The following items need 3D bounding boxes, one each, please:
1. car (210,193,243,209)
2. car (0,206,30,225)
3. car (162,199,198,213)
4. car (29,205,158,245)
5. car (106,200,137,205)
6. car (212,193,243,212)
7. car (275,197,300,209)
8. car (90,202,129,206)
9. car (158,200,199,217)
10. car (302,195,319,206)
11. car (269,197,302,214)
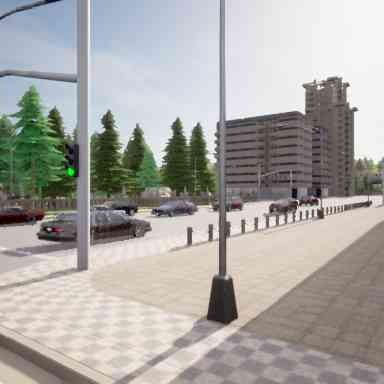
[{"bbox_3d":[4.946,1.221,46.600,2.150,2.045,5.566,0,0,36],"label":"car"},{"bbox_3d":[-12.534,1.601,22.207,1.895,1.301,4.718,0,0,37],"label":"car"},{"bbox_3d":[-1.304,1.564,37.898,1.994,1.385,4.181,0,0,35],"label":"car"},{"bbox_3d":[-4.242,1.547,15.338,2.033,1.411,5.357,0,0,35],"label":"car"},{"bbox_3d":[-7.050,1.478,29.828,1.882,1.535,5.008,0,0,36],"label":"car"},{"bbox_3d":[4.298,1.352,39.705,2.097,1.767,4.553,0,0,36],"label":"car"},{"bbox_3d":[13.186,1.505,45.837,1.837,1.490,4.892,0,0,35],"label":"car"},{"bbox_3d":[-7.110,1.601,23.710,1.895,1.301,4.718,0,0,35],"label":"car"},{"bbox_3d":[-1.508,1.547,31.569,2.033,1.411,5.357,0,0,36],"label":"car"},{"bbox_3d":[19.069,1.352,54.102,2.097,1.767,4.553,0,0,35],"label":"car"},{"bbox_3d":[9.530,1.526,34.690,1.812,1.442,4.674,0,0,35],"label":"car"}]
